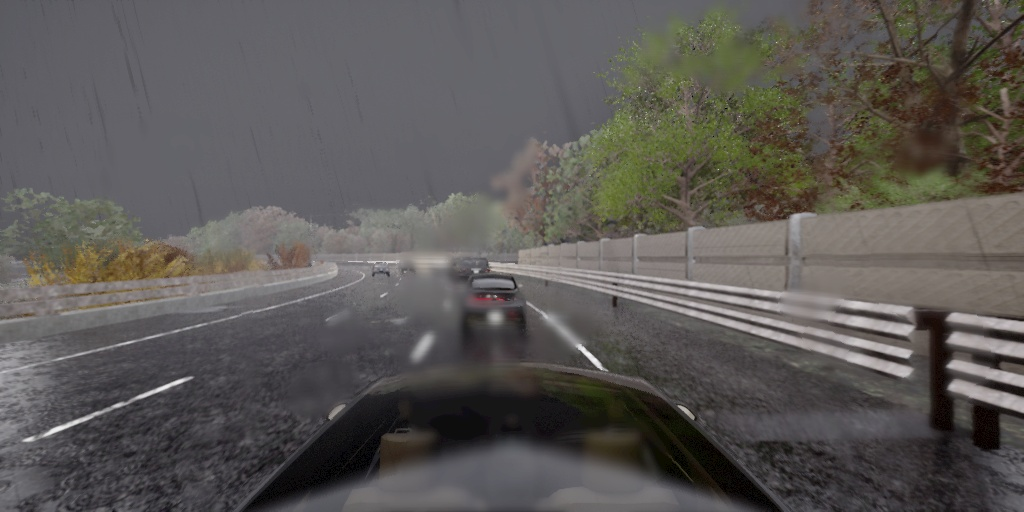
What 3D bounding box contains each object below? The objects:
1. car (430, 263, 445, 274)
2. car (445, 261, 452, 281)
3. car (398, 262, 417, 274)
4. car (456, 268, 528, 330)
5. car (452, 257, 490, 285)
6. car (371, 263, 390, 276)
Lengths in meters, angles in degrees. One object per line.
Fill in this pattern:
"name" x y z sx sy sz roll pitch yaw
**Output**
"car" -8.990 1.576 44.692 1.895 1.301 4.718 0 0 -23
"car" -4.555 1.132 32.525 2.150 2.045 5.566 0 0 -14
"car" -13.447 1.493 46.120 1.837 1.490 4.892 0 0 -24
"car" -0.644 1.303 11.403 1.837 1.490 4.892 0 0 -6
"car" -2.791 1.090 24.959 2.150 2.045 5.566 0 0 -12
"car" -14.985 1.512 40.865 2.033 1.411 5.357 0 0 -22
